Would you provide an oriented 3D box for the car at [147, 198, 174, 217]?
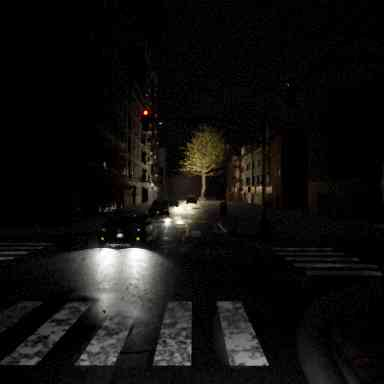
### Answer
[{"bbox_3d":[-2.929,1.487,30.736,1.837,1.490,4.892,0,0,0],"label":"car"}]

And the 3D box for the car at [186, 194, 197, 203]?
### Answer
[{"bbox_3d":[-0.077,1.329,69.338,2.097,1.767,4.553,0,0,0],"label":"car"}]

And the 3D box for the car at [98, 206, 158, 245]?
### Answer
[{"bbox_3d":[-2.889,1.558,15.336,1.994,1.385,4.181,0,0,0],"label":"car"}]

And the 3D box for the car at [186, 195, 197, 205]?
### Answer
[{"bbox_3d":[-0.052,1.454,59.363,1.882,1.535,5.008,0,0,0],"label":"car"}]

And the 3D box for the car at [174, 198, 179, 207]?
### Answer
[{"bbox_3d":[-2.959,1.541,48.993,1.994,1.385,4.181,0,0,0],"label":"car"}]
